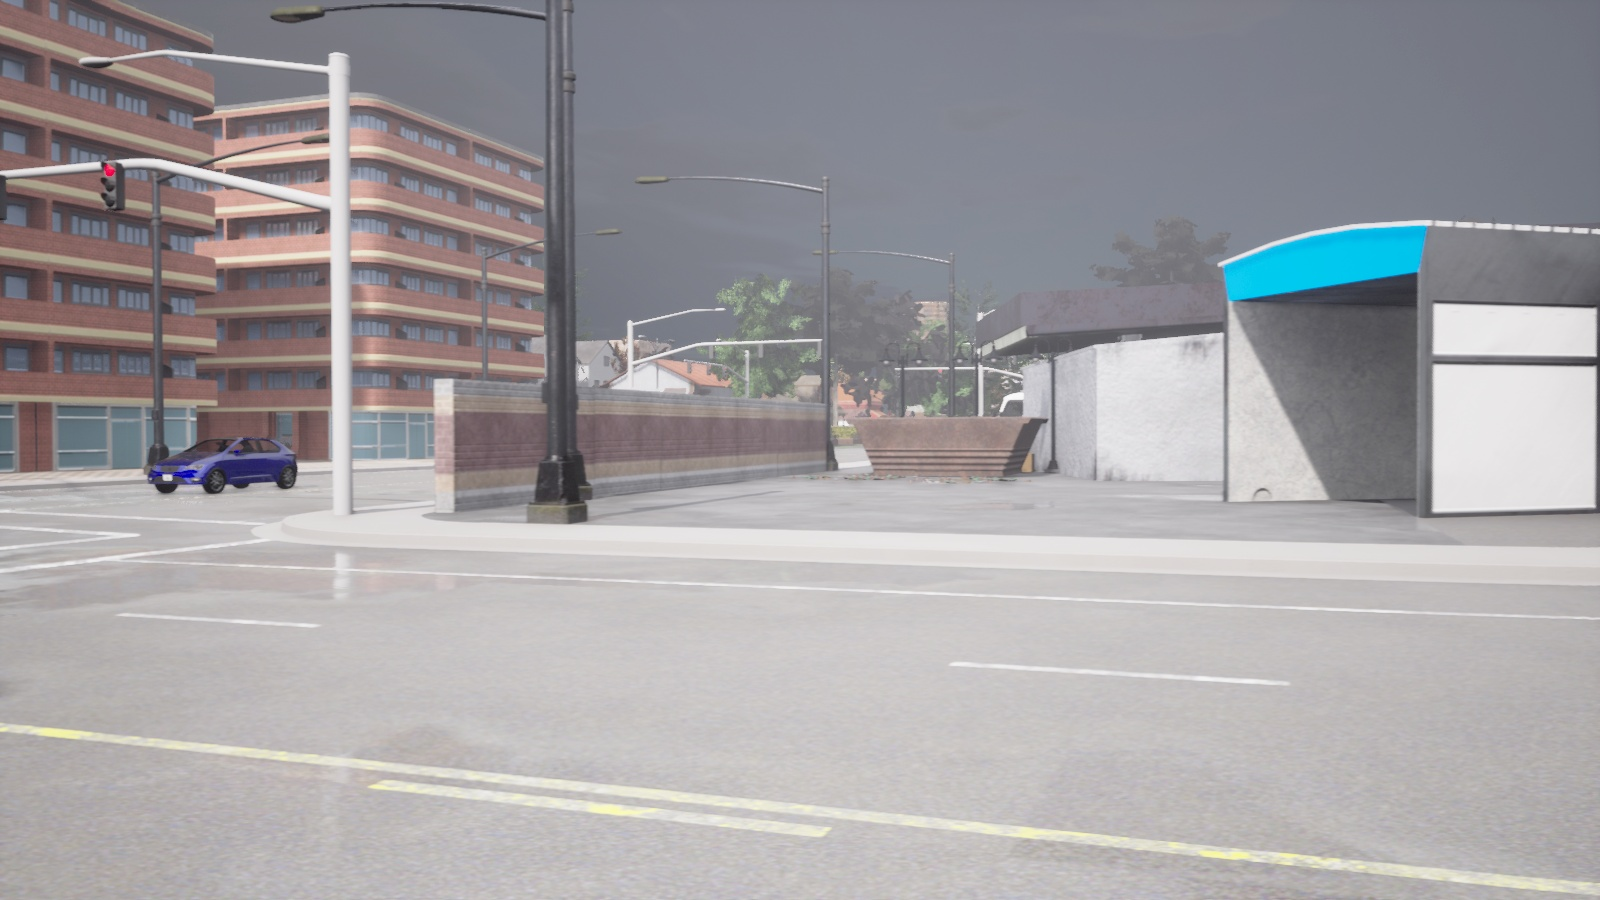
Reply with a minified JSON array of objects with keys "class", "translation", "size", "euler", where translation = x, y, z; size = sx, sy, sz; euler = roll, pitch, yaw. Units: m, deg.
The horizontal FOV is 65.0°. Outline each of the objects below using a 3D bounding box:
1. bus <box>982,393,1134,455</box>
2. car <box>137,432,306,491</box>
[{"class":"bus","translation":[18.182,-1.846,88.608],"size":[10.273,4.253,3.944],"euler":[0,1,12]},{"class":"car","translation":[-15.444,0.259,33.759],"size":[1.816,1.474,4.193],"euler":[0,1,16]}]
